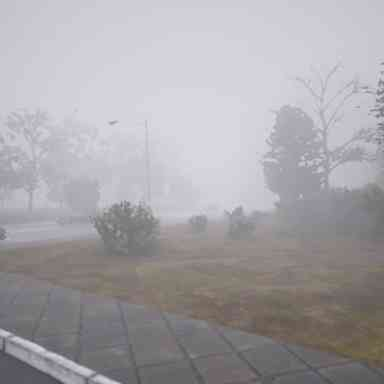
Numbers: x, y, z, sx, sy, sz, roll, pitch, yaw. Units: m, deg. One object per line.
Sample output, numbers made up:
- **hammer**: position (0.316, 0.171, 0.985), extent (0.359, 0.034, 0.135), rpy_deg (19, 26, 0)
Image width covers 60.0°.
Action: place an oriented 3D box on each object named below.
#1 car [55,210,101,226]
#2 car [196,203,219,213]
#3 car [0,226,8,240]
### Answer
- **car**: position (-10.335, 2.413, 31.242), extent (1.895, 1.301, 4.718), rpy_deg (-3, -2, 33)
- **car**: position (2.470, 2.430, 51.482), extent (2.128, 1.511, 4.902), rpy_deg (-3, -2, 33)
- **car**: position (-11.764, 2.002, 16.383), extent (1.837, 1.490, 4.892), rpy_deg (-3, -2, 35)
